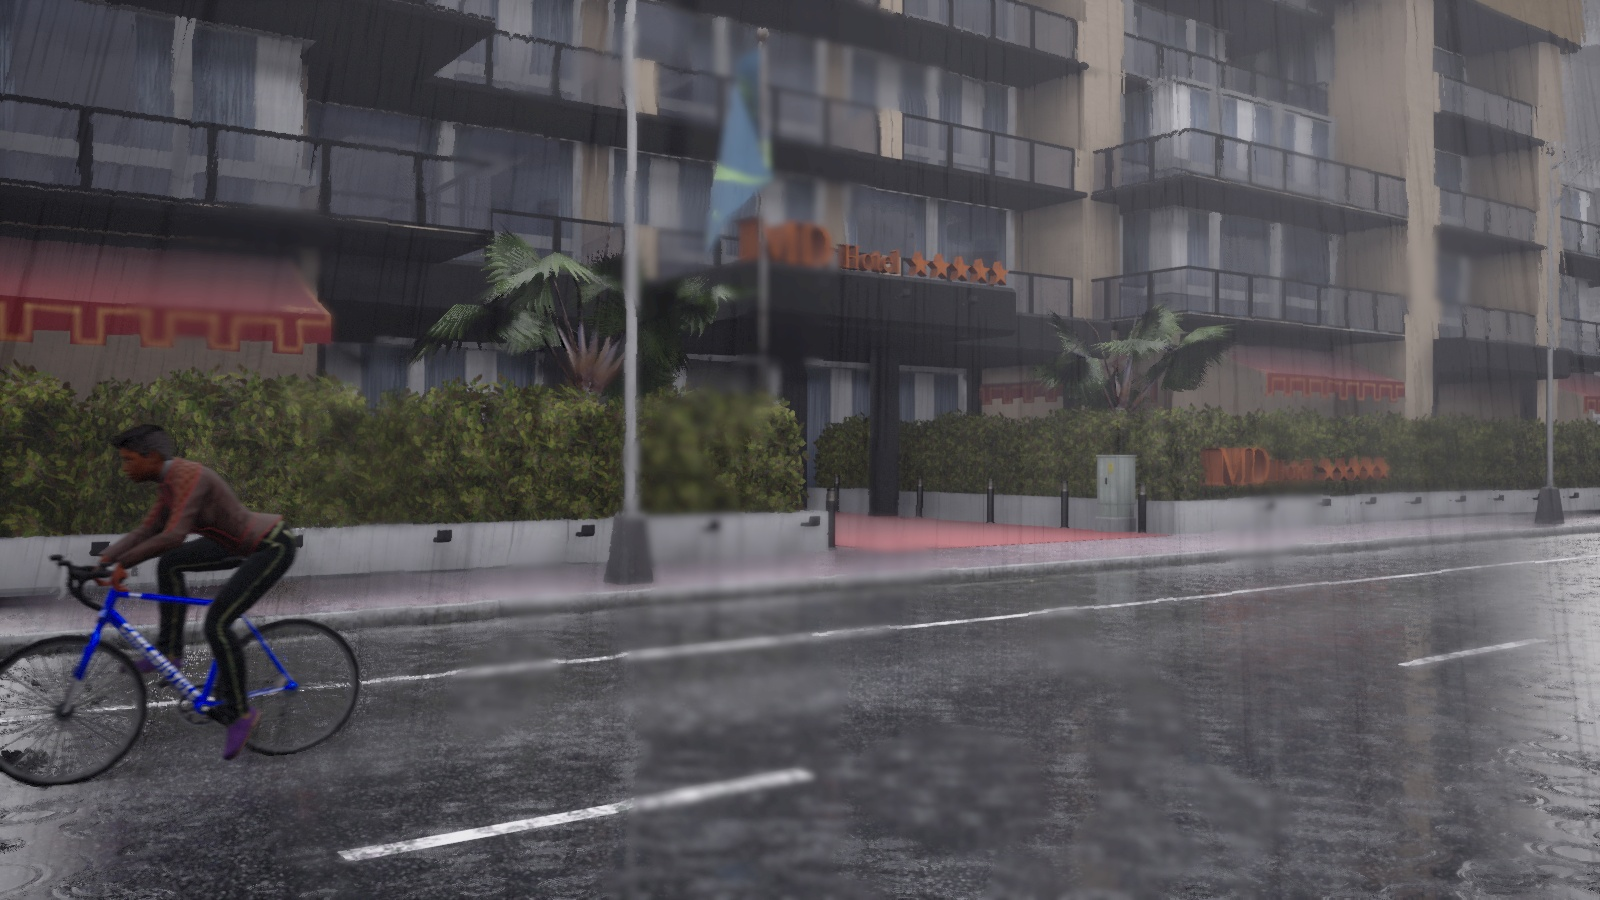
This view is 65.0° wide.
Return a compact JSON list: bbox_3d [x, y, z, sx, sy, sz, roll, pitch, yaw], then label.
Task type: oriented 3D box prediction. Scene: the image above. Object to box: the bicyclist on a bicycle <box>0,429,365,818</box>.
[{"bbox_3d":[-2.959,0.718,5.850,1.656,1.620,0.582,0,0,-36],"label":"bicyclist on a bicycle"}]
